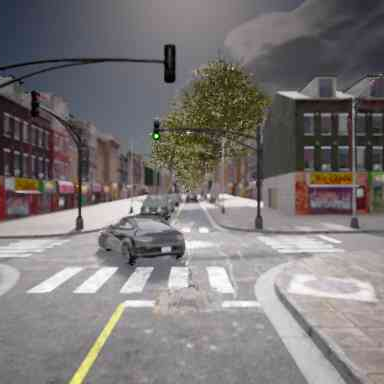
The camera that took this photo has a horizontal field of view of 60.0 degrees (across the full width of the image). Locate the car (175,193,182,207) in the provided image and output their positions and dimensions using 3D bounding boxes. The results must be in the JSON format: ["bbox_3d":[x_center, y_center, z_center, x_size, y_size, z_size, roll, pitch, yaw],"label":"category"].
[{"bbox_3d":[-2.845,1.105,46.702,2.097,1.767,4.553,0,1,0],"label":"car"}]

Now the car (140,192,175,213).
[{"bbox_3d":[-2.851,1.219,27.152,2.150,2.045,5.566,0,0,0],"label":"car"}]

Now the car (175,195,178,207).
[{"bbox_3d":[-2.865,1.400,37.021,1.837,1.490,4.892,0,1,0],"label":"car"}]

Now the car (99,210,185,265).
[{"bbox_3d":[-1.872,1.561,11.854,1.812,1.442,4.674,1,-1,-29],"label":"car"}]

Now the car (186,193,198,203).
[{"bbox_3d":[-0.034,0.936,58.047,2.097,1.767,4.553,0,1,0],"label":"car"}]

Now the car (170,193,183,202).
[{"bbox_3d":[-2.795,1.029,61.363,2.128,1.511,4.902,0,1,0],"label":"car"}]

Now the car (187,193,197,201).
[{"bbox_3d":[-0.040,0.986,68.119,1.994,1.385,4.181,0,1,0],"label":"car"}]
